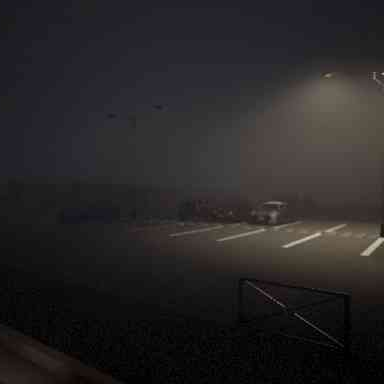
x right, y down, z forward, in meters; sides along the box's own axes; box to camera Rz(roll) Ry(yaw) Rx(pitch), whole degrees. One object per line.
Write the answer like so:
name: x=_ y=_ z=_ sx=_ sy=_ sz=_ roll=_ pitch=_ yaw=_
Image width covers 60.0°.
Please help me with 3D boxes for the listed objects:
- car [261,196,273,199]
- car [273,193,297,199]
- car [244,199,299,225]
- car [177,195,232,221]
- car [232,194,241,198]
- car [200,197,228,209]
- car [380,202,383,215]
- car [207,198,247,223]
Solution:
car: x=13.138 y=1.417 z=57.064 sx=1.970 sy=1.475 sz=3.806 roll=0 pitch=0 yaw=36
car: x=15.477 y=1.182 z=55.357 sx=1.905 sy=1.878 sz=3.866 roll=0 pitch=0 yaw=36
car: x=5.429 y=1.438 z=22.468 sx=1.970 sy=1.475 sz=3.806 roll=0 pitch=0 yaw=36
car: x=0.882 y=1.186 z=25.699 sx=1.932 sy=1.855 sz=4.605 roll=0 pitch=0 yaw=36
car: x=5.219 y=1.178 z=41.154 sx=1.932 sy=1.855 sz=4.605 roll=0 pitch=0 yaw=36
car: x=2.910 y=1.384 z=42.905 sx=1.784 sy=1.438 sz=3.905 roll=0 pitch=0 yaw=36
car: x=18.958 y=1.449 z=31.317 sx=1.970 sy=1.475 sz=3.806 roll=0 pitch=0 yaw=36
car: x=3.084 y=1.402 z=24.166 sx=1.784 sy=1.438 sz=3.905 roll=0 pitch=0 yaw=36
